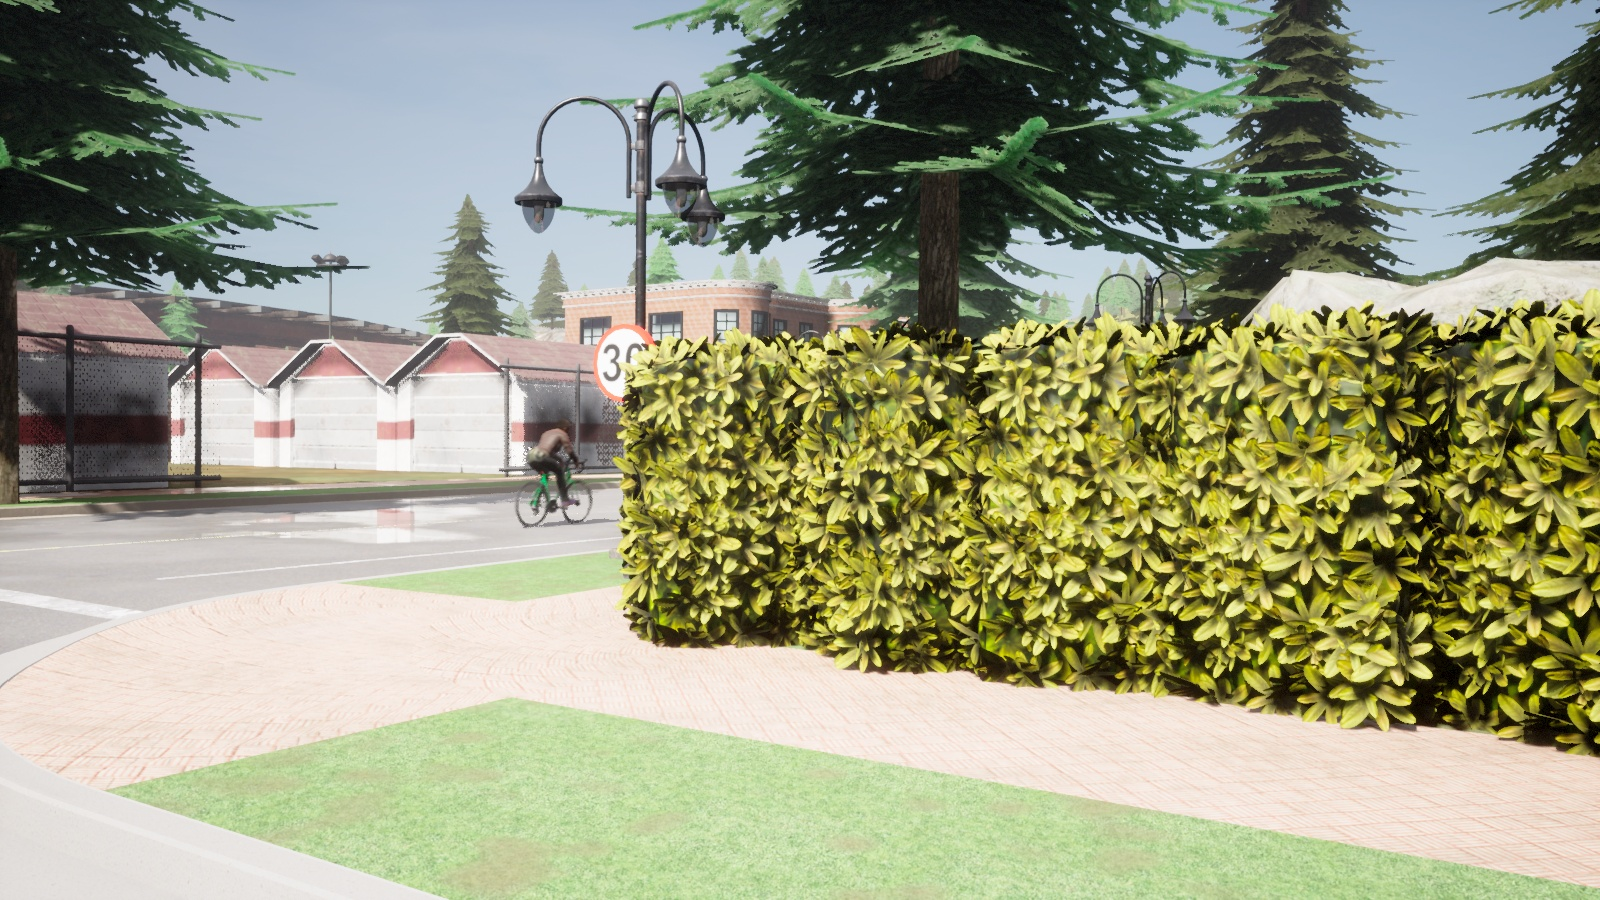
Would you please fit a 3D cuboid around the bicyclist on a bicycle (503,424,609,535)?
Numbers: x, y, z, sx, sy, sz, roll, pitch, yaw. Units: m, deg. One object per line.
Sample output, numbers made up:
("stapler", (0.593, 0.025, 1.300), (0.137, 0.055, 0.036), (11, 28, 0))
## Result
("bicyclist on a bicycle", (-3.678, 0.419, 19.019), (0.582, 1.620, 1.656), (0, 1, 32))
